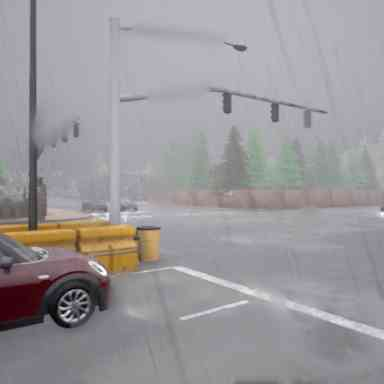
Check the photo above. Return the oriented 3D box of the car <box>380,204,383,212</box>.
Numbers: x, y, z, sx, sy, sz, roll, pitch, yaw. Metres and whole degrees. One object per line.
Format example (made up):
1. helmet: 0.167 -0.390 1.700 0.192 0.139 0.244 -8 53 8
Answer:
1. car: 23.103 1.560 37.571 4.181 1.385 1.994 0 0 -35

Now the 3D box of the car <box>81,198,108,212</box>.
1. car: -11.207 1.504 38.074 1.837 1.490 4.892 0 0 -36

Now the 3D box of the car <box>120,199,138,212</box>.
1. car: -8.209 1.524 39.902 1.812 1.442 4.674 0 0 -36

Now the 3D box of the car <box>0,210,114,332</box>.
1. car: -3.651 1.352 5.467 4.553 1.767 2.097 0 0 -35
